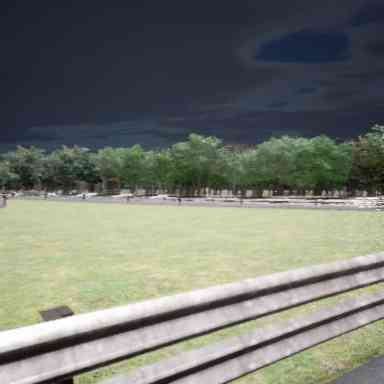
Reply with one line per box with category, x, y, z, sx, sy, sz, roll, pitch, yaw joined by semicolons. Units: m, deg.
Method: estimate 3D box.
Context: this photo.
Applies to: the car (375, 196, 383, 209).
car;27.117;1.343;44.508;4.553;1.767;2.097;0;0;27
